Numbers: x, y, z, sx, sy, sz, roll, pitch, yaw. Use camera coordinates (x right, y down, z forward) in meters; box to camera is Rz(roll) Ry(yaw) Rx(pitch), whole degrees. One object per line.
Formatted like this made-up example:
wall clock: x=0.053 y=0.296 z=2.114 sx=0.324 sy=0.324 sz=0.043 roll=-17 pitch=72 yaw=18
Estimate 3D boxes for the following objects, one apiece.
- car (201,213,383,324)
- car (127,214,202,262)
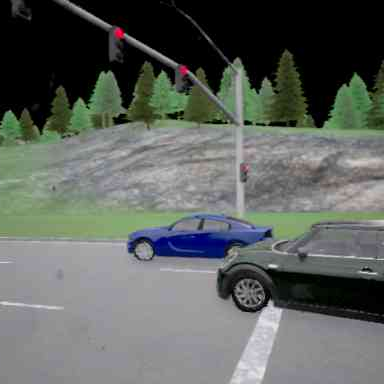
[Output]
car: x=2.745 y=1.309 z=6.263 sx=4.553 sy=1.767 sz=2.097 roll=-1 pitch=0 yaw=30
car: x=0.247 y=1.474 z=11.113 sx=5.008 sy=1.535 sz=1.882 roll=-1 pitch=-1 yaw=17
